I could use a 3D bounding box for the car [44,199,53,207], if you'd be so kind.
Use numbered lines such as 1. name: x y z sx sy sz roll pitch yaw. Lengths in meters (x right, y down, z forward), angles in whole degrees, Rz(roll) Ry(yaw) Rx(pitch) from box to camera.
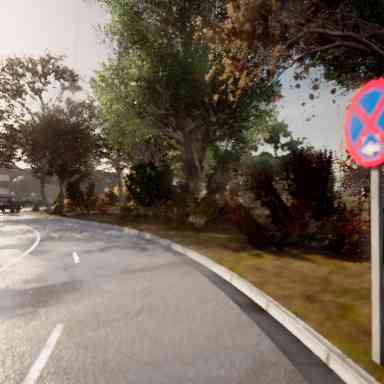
1. car: -25.208 2.160 62.099 1.994 1.385 4.181 0 0 -1

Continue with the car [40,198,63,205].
1. car: -33.106 2.273 78.620 4.674 1.452 2.002 -1 0 -1

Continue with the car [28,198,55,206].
1. car: -33.031 2.207 72.970 5.008 1.535 2.097 -1 0 -1

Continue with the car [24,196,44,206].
1. car: -32.977 1.926 67.319 5.566 2.045 2.435 -1 0 -1

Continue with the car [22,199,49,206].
1. car: -32.988 2.232 70.142 4.674 1.452 2.002 -1 0 -1

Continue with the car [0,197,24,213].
1. car: -24.712 1.680 44.715 2.150 2.045 5.566 -1 0 -16
